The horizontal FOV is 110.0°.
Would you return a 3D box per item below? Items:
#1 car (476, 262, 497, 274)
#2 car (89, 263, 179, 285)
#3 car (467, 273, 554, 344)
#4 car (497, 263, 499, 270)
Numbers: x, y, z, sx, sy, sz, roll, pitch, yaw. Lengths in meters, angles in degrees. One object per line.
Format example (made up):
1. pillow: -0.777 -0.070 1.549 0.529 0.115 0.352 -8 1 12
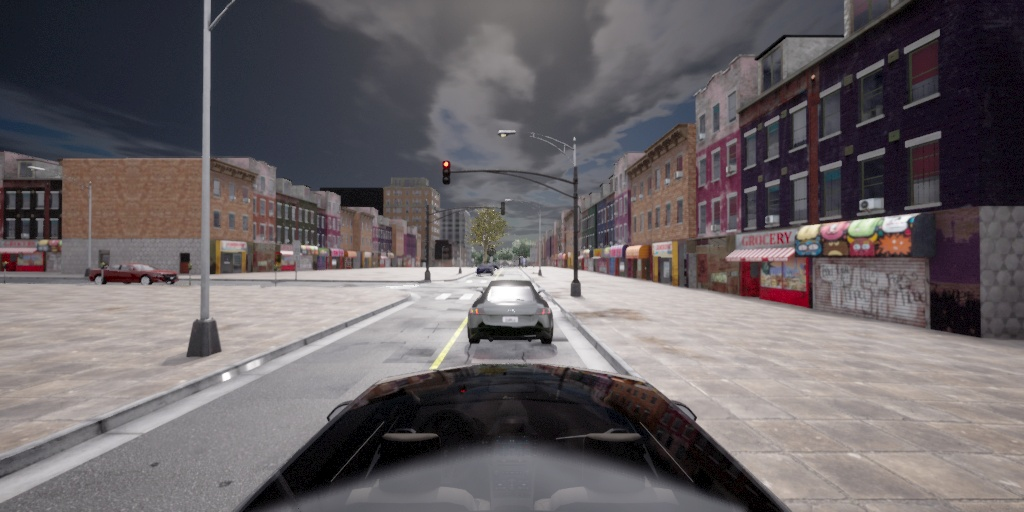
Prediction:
1. car: -3.064 1.555 41.197 1.895 1.301 4.718 0 0 0
2. car: -23.352 1.109 22.232 4.507 1.381 1.888 0 0 0
3. car: -0.036 1.321 9.612 1.994 1.385 4.181 0 0 0
4. car: -3.146 1.731 60.303 1.895 1.301 4.718 0 -1 0
